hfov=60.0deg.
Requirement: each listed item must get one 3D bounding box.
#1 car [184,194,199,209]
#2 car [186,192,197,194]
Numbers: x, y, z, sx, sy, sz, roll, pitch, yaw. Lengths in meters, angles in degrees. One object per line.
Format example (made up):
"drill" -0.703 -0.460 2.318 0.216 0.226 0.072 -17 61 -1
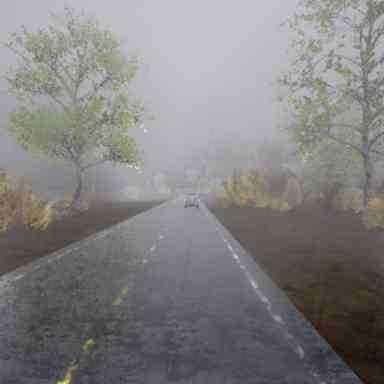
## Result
"car" -0.016 1.371 42.061 2.033 1.411 5.357 0 0 0
"car" -0.019 0.999 52.511 2.150 2.045 5.566 0 0 0
